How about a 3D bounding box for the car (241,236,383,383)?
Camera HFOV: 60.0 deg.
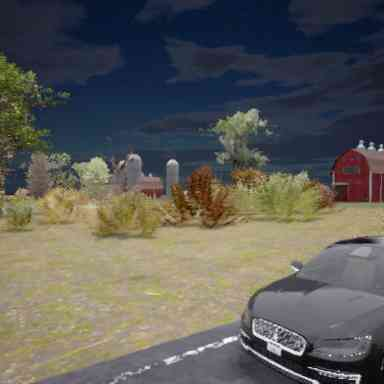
[{"bbox_3d":[2.896,1.511,5.139,4.892,1.490,1.837,0,0,-36],"label":"car"}]
